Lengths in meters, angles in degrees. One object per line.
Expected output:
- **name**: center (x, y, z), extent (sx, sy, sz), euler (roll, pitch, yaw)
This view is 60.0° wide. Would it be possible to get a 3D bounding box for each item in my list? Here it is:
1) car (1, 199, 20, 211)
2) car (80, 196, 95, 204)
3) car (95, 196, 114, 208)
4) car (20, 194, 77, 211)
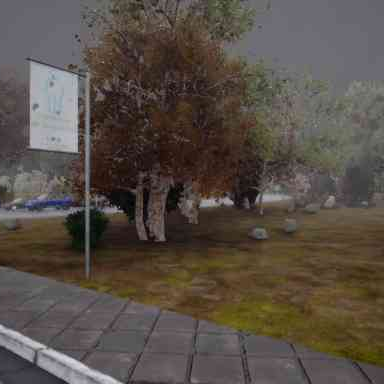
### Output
- **car**: center (-20.830, 1.497, 41.122), extent (1.837, 1.490, 4.892), euler (0, 0, 38)
- **car**: center (-14.844, 1.318, 48.739), extent (2.097, 1.767, 4.553), euler (0, 0, 38)
- **car**: center (-11.033, 1.311, 47.945), extent (2.097, 1.767, 4.553), euler (0, 0, 37)
- **car**: center (-17.130, 1.210, 40.145), extent (2.150, 2.045, 5.566), euler (0, 0, 39)
